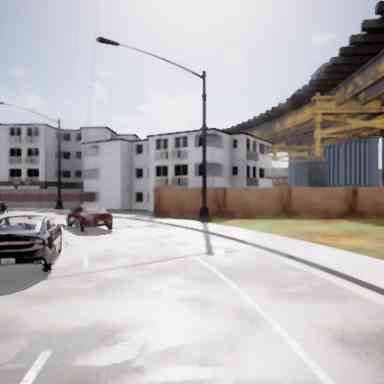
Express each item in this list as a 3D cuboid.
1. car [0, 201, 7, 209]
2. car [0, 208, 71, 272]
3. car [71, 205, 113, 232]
[{"bbox_3d":[-20.197,1.411,32.422,4.902,1.511,2.128,0,0,27],"label":"car"},{"bbox_3d":[-5.181,1.465,10.421,2.128,1.511,4.902,0,0,-17],"label":"car"},{"bbox_3d":[-6.138,1.473,19.899,1.812,1.442,4.674,0,0,-33],"label":"car"}]
